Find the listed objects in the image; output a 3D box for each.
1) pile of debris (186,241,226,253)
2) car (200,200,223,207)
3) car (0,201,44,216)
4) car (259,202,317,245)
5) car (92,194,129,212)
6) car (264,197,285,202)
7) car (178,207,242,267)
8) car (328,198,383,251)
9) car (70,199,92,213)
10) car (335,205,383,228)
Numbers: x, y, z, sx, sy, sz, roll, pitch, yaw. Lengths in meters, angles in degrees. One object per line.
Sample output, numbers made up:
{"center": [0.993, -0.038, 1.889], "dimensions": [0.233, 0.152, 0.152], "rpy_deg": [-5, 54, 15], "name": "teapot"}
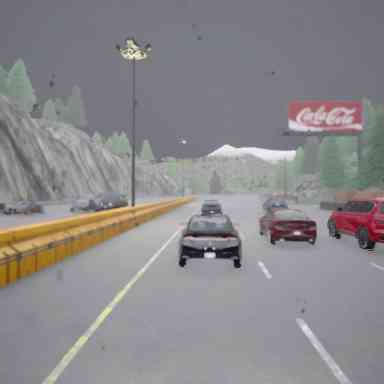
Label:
{"center": [0.582, 2.178, 13.339], "dimensions": [1.500, 0.140, 1.860], "rpy_deg": [0, 0, 4], "name": "pile of debris"}
{"center": [1.846, 1.513, 31.586], "dimensions": [1.837, 1.490, 4.892], "rpy_deg": [0, 0, 4], "name": "car"}
{"center": [-15.847, 1.530, 31.609], "dimensions": [1.994, 1.385, 4.181], "rpy_deg": [0, 0, 4], "name": "car"}
{"center": [4.367, 1.489, 15.787], "dimensions": [1.882, 1.535, 5.008], "rpy_deg": [0, 0, 3], "name": "car"}
{"center": [-8.497, 1.210, 36.160], "dimensions": [2.150, 2.045, 5.566], "rpy_deg": [0, 0, 4], "name": "car"}
{"center": [9.217, 1.376, 37.284], "dimensions": [2.097, 1.767, 4.553], "rpy_deg": [0, 0, 4], "name": "car"}
{"center": [0.616, 1.493, 11.423], "dimensions": [2.128, 1.511, 4.902], "rpy_deg": [0, 0, 3], "name": "car"}
{"center": [7.777, 1.243, 14.344], "dimensions": [2.150, 2.045, 5.566], "rpy_deg": [0, 0, 3], "name": "car"}
{"center": [-11.933, 1.505, 37.170], "dimensions": [1.812, 1.442, 4.674], "rpy_deg": [0, 0, 4], "name": "car"}
{"center": [11.835, 1.631, 23.196], "dimensions": [1.895, 1.301, 4.718], "rpy_deg": [0, 0, 4], "name": "car"}
